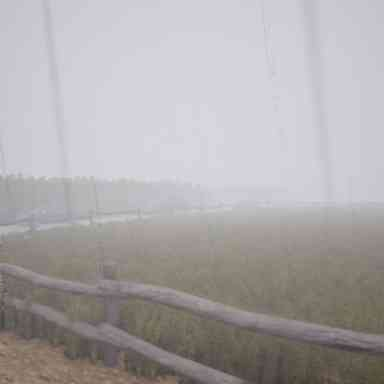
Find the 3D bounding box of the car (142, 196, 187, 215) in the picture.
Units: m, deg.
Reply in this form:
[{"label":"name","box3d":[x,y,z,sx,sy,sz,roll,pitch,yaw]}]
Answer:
[{"label":"car","box3d":[-2.710,1.431,34.388,2.150,2.045,5.566,-1,0,36]}]

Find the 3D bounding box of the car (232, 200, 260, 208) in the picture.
[{"label":"car","box3d":[6.874,1.729,42.272,2.033,1.411,5.357,-1,0,33]}]

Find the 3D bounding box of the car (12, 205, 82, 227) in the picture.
[{"label":"car","box3d":[-10.230,1.704,23.812,2.128,1.511,4.902,-1,0,35]}]
